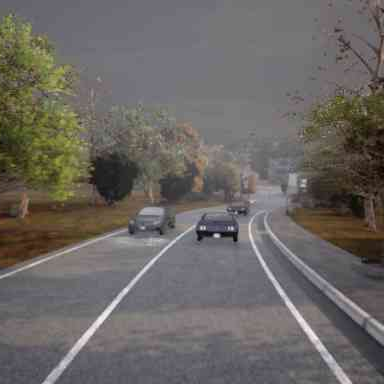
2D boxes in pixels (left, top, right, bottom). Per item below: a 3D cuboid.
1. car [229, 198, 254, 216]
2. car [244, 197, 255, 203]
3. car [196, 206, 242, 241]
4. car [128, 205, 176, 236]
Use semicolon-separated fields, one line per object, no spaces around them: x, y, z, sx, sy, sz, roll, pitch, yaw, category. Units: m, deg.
4.738;1.626;33.231;1.895;1.301;4.718;1;0;15;car
9.854;1.620;58.996;1.895;1.301;4.718;2;0;22;car
1.365;1.599;16.596;1.895;1.301;4.718;1;0;7;car
-2.063;1.476;18.476;1.812;1.442;4.674;1;0;8;car
